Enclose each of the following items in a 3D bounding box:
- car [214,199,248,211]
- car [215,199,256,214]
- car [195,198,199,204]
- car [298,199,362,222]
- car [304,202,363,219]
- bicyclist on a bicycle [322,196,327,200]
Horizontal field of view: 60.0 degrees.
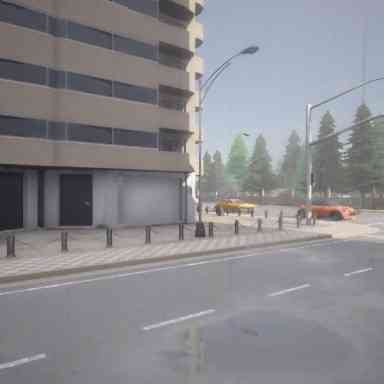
[{"bbox_3d":[4.829,1.619,42.027,1.994,1.385,4.181,0,0,-36],"label":"car"},{"bbox_3d":[4.712,1.533,36.206,1.882,1.535,5.008,0,0,-36],"label":"car"},{"bbox_3d":[-0.534,1.581,61.754,1.812,1.442,4.674,0,0,-36],"label":"car"},{"bbox_3d":[11.100,1.408,27.345,2.097,1.767,4.553,0,0,-36],"label":"car"},{"bbox_3d":[12.988,1.656,30.713,1.895,1.301,4.718,0,0,-36],"label":"car"},{"bbox_3d":[17.332,1.356,43.463,1.656,1.620,0.582,0,0,-36],"label":"bicyclist on a bicycle"}]
